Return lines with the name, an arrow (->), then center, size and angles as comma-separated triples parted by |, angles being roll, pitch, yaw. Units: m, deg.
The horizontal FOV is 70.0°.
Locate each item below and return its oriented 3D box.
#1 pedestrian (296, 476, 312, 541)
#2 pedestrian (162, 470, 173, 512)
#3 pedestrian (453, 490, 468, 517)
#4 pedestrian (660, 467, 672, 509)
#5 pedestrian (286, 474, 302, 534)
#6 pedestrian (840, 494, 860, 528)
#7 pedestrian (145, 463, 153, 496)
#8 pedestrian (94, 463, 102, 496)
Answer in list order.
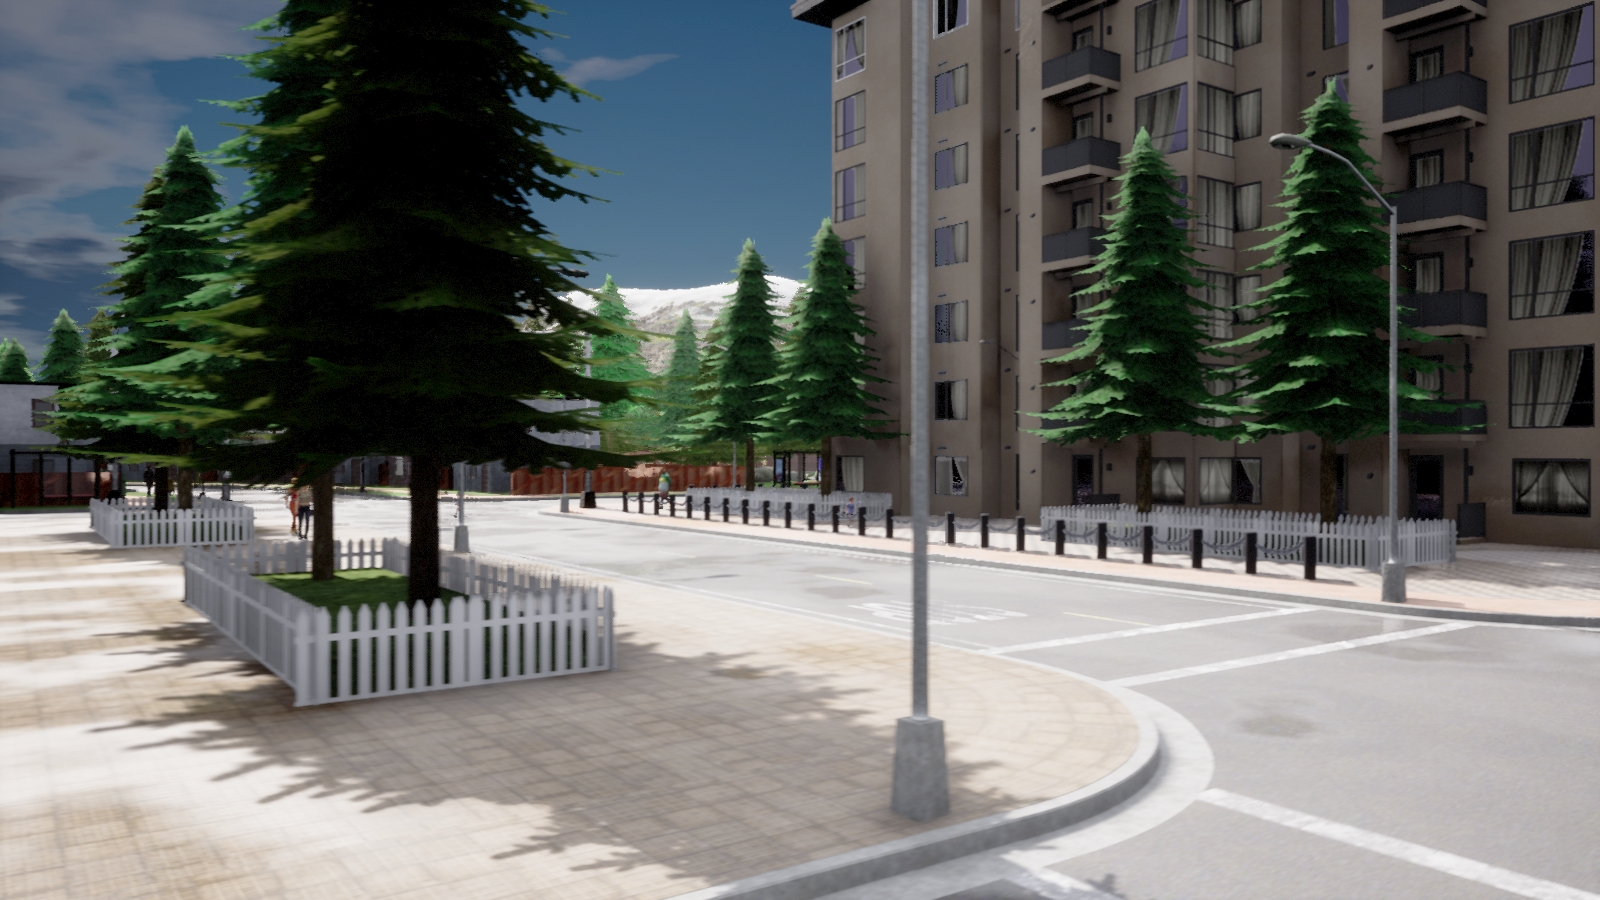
pedestrian -> -14.315, 1.687, 32.984 | 0.375, 1.860, 0.375 | 0, 0, -32
pedestrian -> -28.243, 1.828, 51.018 | 0.375, 1.860, 0.375 | 0, 0, -34
pedestrian -> -14.132, 2.221, 47.569 | 0.500, 1.100, 0.500 | 0, 0, -34
pedestrian -> -5.935, 1.681, 50.595 | 0.375, 1.860, 0.375 | 0, 0, -43
pedestrian -> -15.908, 1.688, 35.919 | 0.375, 1.860, 0.375 | 0, 0, -34
pedestrian -> 1.687, 2.062, 38.543 | 0.500, 1.100, 0.500 | 0, 0, -32
pedestrian -> -36.868, 1.658, 64.697 | 0.375, 1.860, 0.375 | 0, 0, -37
pedestrian -> -39.325, 1.657, 64.015 | 0.375, 1.860, 0.375 | 0, 0, -33
